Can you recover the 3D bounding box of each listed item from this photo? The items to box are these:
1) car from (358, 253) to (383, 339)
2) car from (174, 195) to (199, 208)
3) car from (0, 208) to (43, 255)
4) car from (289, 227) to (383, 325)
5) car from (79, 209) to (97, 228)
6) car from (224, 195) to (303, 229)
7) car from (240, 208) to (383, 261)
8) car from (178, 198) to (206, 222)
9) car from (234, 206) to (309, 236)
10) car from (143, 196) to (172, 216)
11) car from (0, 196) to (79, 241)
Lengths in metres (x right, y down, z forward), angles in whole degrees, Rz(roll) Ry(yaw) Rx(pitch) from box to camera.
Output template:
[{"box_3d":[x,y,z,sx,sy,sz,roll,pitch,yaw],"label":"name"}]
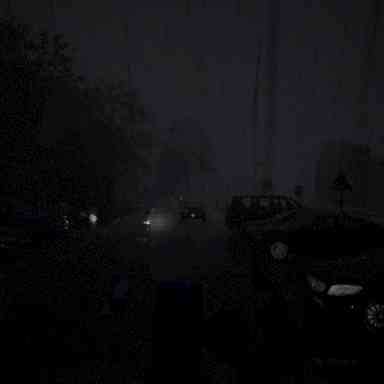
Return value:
[{"box_3d":[4.410,1.515,3.096,4.674,1.452,2.002,0,0,0],"label":"car"},{"box_3d":[-0.751,1.434,42.187,1.895,1.301,4.718,0,0,-13],"label":"car"},{"box_3d":[-8.173,1.457,11.479,4.892,1.521,2.231,0,0,0],"label":"car"},{"box_3d":[4.413,1.510,5.922,4.674,1.452,2.002,0,0,0],"label":"car"},{"box_3d":[-8.110,1.296,19.959,4.553,1.767,2.185,0,-1,0],"label":"car"},{"box_3d":[4.430,1.188,17.225,5.566,2.045,2.435,0,0,0],"label":"car"},{"box_3d":[4.412,1.457,11.573,5.008,1.535,2.097,0,0,0],"label":"car"},{"box_3d":[0.080,1.452,25.527,1.812,1.442,4.674,0,0,0],"label":"car"},{"box_3d":[4.407,1.488,14.401,4.674,1.452,2.002,0,0,0],"label":"car"},{"box_3d":[-3.329,1.391,31.027,2.128,1.511,4.902,0,0,0],"label":"car"},{"box_3d":[-8.141,1.197,14.178,5.566,2.045,2.435,0,0,0],"label":"car"}]
